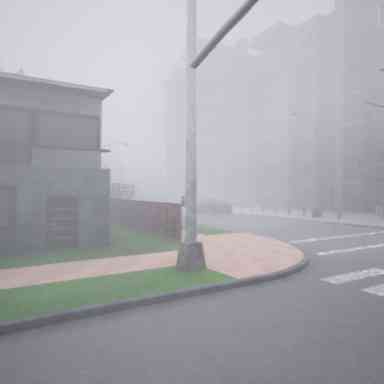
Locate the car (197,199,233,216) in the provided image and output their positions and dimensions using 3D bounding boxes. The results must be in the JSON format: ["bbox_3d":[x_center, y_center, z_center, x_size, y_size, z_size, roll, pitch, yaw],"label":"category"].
[{"bbox_3d":[1.844,1.388,31.516,1.882,1.535,5.008,0,0,-29],"label":"car"}]
